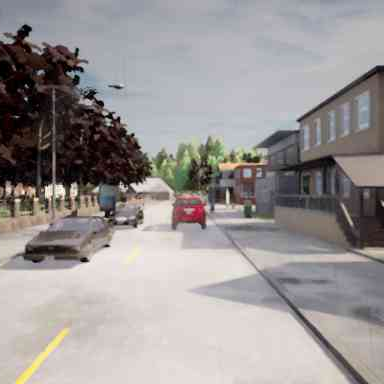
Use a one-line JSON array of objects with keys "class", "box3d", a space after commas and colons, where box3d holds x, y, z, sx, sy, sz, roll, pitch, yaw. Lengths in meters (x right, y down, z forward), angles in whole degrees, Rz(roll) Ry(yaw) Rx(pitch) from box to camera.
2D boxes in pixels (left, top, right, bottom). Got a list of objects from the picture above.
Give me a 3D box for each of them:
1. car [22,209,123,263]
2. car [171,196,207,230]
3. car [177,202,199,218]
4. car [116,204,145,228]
[{"class": "car", "box3d": [-4.269, 1.611, 12.557, 2.033, 1.411, 5.357, 0, 0, -1]}, {"class": "car", "box3d": [-0.215, 1.305, 22.211, 2.150, 2.045, 5.566, 0, 0, -1]}, {"class": "car", "box3d": [-0.361, 1.686, 32.578, 1.994, 1.385, 4.181, 0, 0, -1]}, {"class": "car", "box3d": [-4.408, 1.594, 22.942, 2.128, 1.511, 4.902, 0, 0, -1]}]
